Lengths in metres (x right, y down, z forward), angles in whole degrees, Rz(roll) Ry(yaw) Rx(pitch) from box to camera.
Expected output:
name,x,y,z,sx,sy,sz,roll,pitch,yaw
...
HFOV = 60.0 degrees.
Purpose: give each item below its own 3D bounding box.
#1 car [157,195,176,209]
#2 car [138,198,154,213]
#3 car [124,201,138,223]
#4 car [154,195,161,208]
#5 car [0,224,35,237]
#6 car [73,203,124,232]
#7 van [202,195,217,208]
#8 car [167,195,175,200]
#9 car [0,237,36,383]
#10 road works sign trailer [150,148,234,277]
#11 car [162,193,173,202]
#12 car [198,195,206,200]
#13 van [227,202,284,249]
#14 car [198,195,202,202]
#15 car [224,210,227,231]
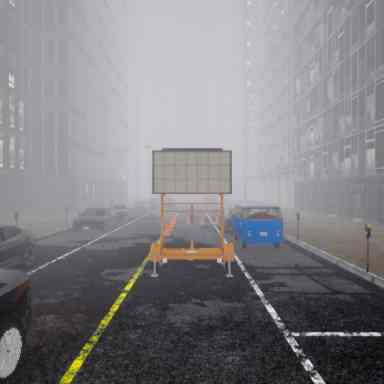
name,x,y,z,sx,sy,sz,roll,pitch,yaw
car,-3.083,1.531,44.242,2.033,1.411,5.357,0,0,0
car,-5.680,1.571,37.128,1.802,1.307,4.206,0,0,0
car,-5.685,1.539,25.734,1.887,1.381,4.507,0,0,0
car,-5.677,1.563,48.522,1.802,1.307,4.206,0,0,0
car,-5.691,1.564,8.643,1.947,1.339,4.313,0,0,0
car,-5.687,1.561,20.037,1.947,1.339,4.313,0,0,0
van,2.704,1.322,48.518,1.690,1.788,3.998,0,0,0
car,-5.660,1.514,88.402,1.802,1.307,4.206,0,0,0
car,-3.103,1.477,2.516,1.882,1.535,5.008,0,0,0
road works sign trailer,0.004,0.462,10.223,2.380,3.560,2.880,0,0,0
car,-5.666,1.264,77.007,2.192,1.841,5.009,0,0,0
car,2.720,1.483,88.398,2.008,1.369,4.403,0,0,0
van,2.690,1.338,14.337,1.690,1.788,3.998,0,0,0
car,2.715,1.499,77.003,2.008,1.369,4.403,0,0,0
car,2.694,1.577,20.033,1.802,1.307,4.206,0,0,0
